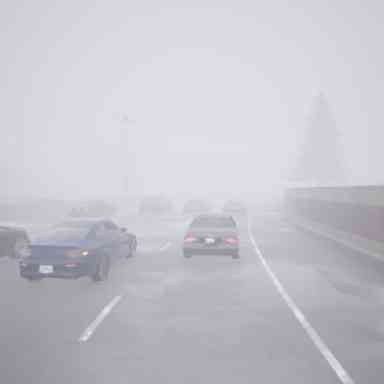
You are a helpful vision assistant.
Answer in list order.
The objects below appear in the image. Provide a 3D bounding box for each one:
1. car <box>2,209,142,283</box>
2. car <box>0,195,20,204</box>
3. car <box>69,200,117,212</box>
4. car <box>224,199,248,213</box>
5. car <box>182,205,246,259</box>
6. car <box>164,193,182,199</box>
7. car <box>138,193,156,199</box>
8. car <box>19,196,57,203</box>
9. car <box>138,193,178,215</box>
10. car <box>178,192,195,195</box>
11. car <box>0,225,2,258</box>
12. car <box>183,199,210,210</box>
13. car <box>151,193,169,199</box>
[{"bbox_3d":[-2.930,1.443,9.362,1.812,1.442,4.674,0,1,4],"label":"car"},{"bbox_3d":[-19.403,1.199,38.812,2.033,1.411,5.357,0,0,15],"label":"car"},{"bbox_3d":[-7.710,1.318,26.372,2.033,1.411,5.357,0,0,11],"label":"car"},{"bbox_3d":[4.073,1.315,30.857,1.994,1.385,4.181,0,0,14],"label":"car"},{"bbox_3d":[0.789,1.447,12.218,2.033,1.411,5.357,0,0,6],"label":"car"},{"bbox_3d":[-4.226,0.935,76.021,1.895,1.301,4.718,0,1,28],"label":"car"},{"bbox_3d":[-10.658,0.899,78.854,1.895,1.301,4.718,0,1,28],"label":"car"},{"bbox_3d":[-16.299,1.273,36.794,1.895,1.301,4.718,0,0,15],"label":"car"},{"bbox_3d":[-3.190,1.095,30.564,2.097,1.767,4.553,0,0,13],"label":"car"},{"bbox_3d":[-0.981,0.714,74.656,2.097,1.767,4.553,0,1,28],"label":"car"},{"bbox_3d":[-6.448,1.406,9.170,2.128,1.511,4.902,0,1,4],"label":"car"},{"bbox_3d":[0.534,1.308,31.103,1.994,1.385,4.181,0,0,14],"label":"car"},{"bbox_3d":[-7.428,0.874,77.464,1.994,1.385,4.181,0,1,28],"label":"car"}]
